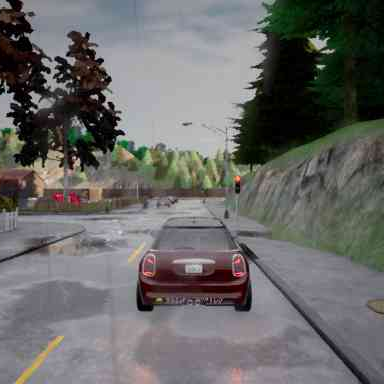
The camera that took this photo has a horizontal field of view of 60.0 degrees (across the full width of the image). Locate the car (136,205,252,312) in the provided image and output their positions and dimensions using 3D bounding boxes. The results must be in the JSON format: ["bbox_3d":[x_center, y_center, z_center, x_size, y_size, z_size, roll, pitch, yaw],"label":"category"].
[{"bbox_3d":[0.055,1.352,7.899,2.097,1.767,4.553,0,0,1],"label":"car"}]

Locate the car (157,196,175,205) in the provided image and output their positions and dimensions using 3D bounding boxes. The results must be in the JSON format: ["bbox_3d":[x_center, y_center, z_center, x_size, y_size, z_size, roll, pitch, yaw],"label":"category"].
[{"bbox_3d":[-4.086,1.491,49.068,2.128,1.511,4.902,0,0,0],"label":"car"}]

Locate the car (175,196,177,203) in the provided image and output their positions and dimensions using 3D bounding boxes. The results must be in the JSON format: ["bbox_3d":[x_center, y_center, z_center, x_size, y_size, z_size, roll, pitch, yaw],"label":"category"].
[{"bbox_3d":[-4.061,1.526,59.098,1.812,1.442,4.674,0,0,0],"label":"car"}]
